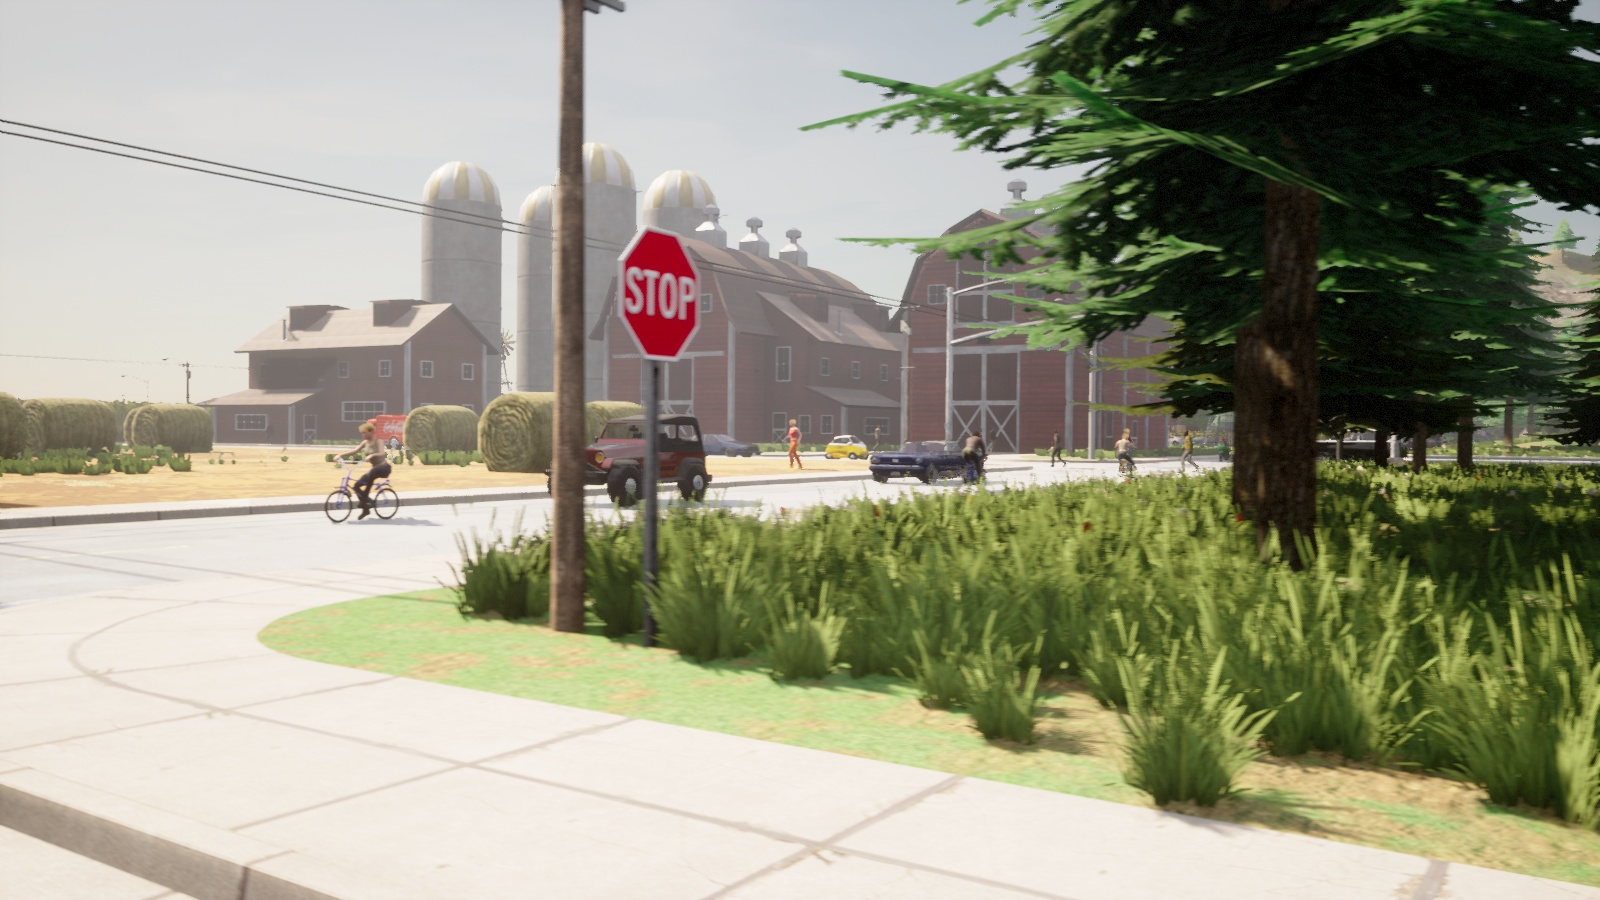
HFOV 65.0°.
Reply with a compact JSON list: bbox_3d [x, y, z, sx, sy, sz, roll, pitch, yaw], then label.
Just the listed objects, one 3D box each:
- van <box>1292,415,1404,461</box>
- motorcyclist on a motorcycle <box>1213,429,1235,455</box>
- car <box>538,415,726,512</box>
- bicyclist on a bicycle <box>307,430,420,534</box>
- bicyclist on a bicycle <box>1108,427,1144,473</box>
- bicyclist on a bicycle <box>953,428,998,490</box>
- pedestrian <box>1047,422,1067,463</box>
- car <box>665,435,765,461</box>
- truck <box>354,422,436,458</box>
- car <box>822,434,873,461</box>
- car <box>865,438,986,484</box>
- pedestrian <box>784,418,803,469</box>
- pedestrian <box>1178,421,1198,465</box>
[{"bbox_3d":[25.067,-0.543,57.422,4.480,2.038,2.069,0,1,30],"label":"van"},{"bbox_3d":[24.966,-0.488,73.938,0.797,1.523,2.044,0,1,31],"label":"motorcyclist on a motorcycle"},{"bbox_3d":[-3.455,0.231,26.449,1.905,1.878,3.866,0,1,31],"label":"car"},{"bbox_3d":[-7.072,0.487,20.416,0.866,1.612,1.509,0,1,31],"label":"bicyclist on a bicycle"},{"bbox_3d":[11.654,-0.016,44.890,0.866,1.612,1.509,0,1,31],"label":"bicyclist on a bicycle"},{"bbox_3d":[4.654,0.223,33.183,0.582,1.620,1.656,0,1,31],"label":"bicyclist on a bicycle"},{"bbox_3d":[11.522,-0.342,56.317,0.328,1.805,0.869,-1,1,-39],"label":"pedestrian"},{"bbox_3d":[-4.805,-0.135,70.543,5.357,1.411,2.033,0,1,30],"label":"car"},{"bbox_3d":[-28.398,-0.699,88.114,5.204,2.467,2.627,0,1,30],"label":"truck"},{"bbox_3d":[2.506,-0.141,66.343,2.207,1.376,1.481,0,1,30],"label":"car"},{"bbox_3d":[3.965,0.299,38.848,1.895,1.301,4.718,0,1,31],"label":"car"},{"bbox_3d":[-0.225,-0.227,45.610,0.594,1.836,0.345,-1,1,-27],"label":"pedestrian"},{"bbox_3d":[16.164,-0.303,52.322,0.726,1.835,0.370,0,1,34],"label":"pedestrian"}]
